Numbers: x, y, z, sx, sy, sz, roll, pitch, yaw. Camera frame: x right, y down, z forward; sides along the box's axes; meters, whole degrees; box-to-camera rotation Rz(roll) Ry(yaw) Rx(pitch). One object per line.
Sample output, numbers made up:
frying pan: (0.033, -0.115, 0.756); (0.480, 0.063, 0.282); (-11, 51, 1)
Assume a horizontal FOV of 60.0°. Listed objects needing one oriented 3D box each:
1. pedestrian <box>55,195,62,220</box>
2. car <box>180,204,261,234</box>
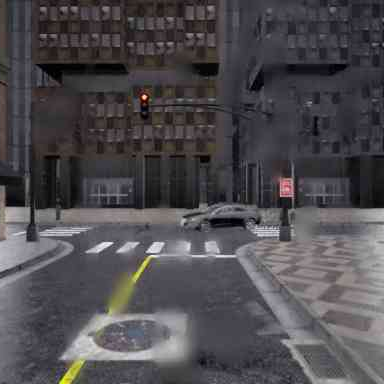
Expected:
pedestrian: (-9.824, 1.152, 24.365); (0.375, 1.860, 0.375); (0, 0, 1)
car: (1.684, 1.488, 19.290); (4.902, 1.511, 2.128); (0, 0, -24)
